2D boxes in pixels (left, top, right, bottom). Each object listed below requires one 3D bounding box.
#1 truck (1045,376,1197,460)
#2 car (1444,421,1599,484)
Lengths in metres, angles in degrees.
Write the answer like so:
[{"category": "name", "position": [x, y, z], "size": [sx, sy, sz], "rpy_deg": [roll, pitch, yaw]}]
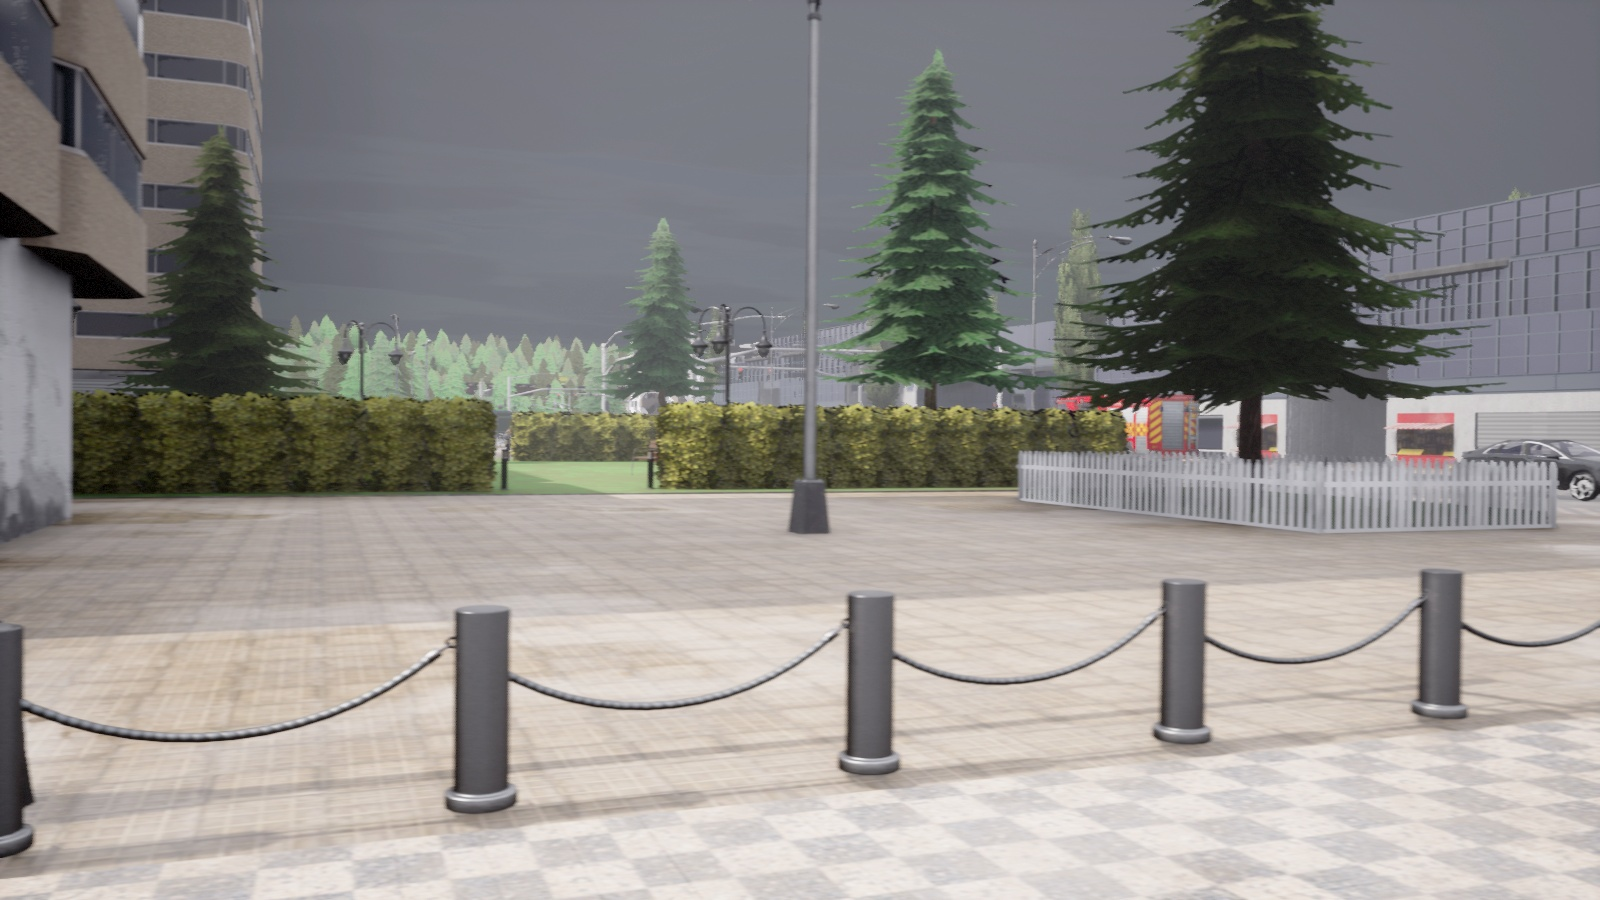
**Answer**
[{"category": "truck", "position": [15.608, -1.544, 61.851], "size": [2.891, 3.827, 8.468], "rpy_deg": [-1, 1, -21]}, {"category": "car", "position": [19.465, 0.016, 32.393], "size": [2.128, 1.511, 4.902], "rpy_deg": [-1, 1, -21]}]
